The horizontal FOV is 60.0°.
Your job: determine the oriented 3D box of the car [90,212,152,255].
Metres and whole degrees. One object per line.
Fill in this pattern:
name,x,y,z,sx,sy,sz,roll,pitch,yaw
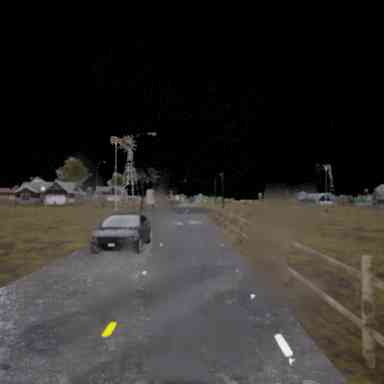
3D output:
car,-2.860,1.627,14.280,1.882,1.535,5.008,0,-1,0
